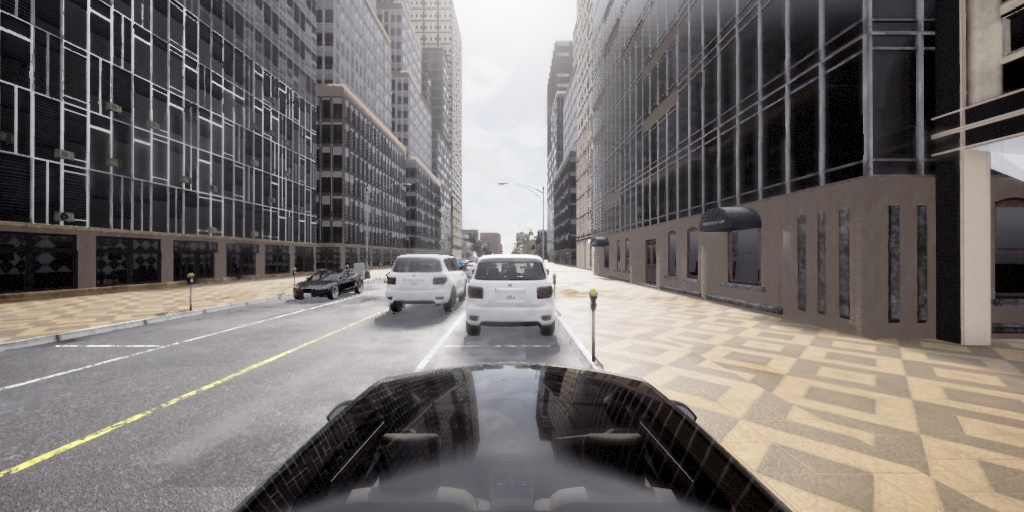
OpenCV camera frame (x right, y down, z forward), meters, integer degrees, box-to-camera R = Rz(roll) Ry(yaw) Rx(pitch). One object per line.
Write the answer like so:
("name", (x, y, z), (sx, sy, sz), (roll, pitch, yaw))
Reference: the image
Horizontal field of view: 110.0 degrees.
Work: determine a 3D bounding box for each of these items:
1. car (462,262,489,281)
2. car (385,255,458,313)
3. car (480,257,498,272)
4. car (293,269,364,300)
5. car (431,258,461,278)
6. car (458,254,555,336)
("car", (-3.058, 1.267, 30.583), (1.812, 1.442, 4.674), (0, 0, 0))
("car", (-3.148, 0.971, 14.226), (2.150, 2.045, 5.566), (0, 0, 0))
("car", (-3.052, 1.083, 47.700), (2.097, 1.767, 4.553), (0, 0, 0))
("car", (-8.836, 1.313, 17.650), (1.948, 1.339, 4.313), (0, 0, 0))
("car", (-6.238, 1.091, 34.521), (2.097, 1.767, 4.553), (0, 0, 0))
("car", (-0.039, 0.977, 10.529), (2.150, 2.045, 5.566), (0, 0, 0))
